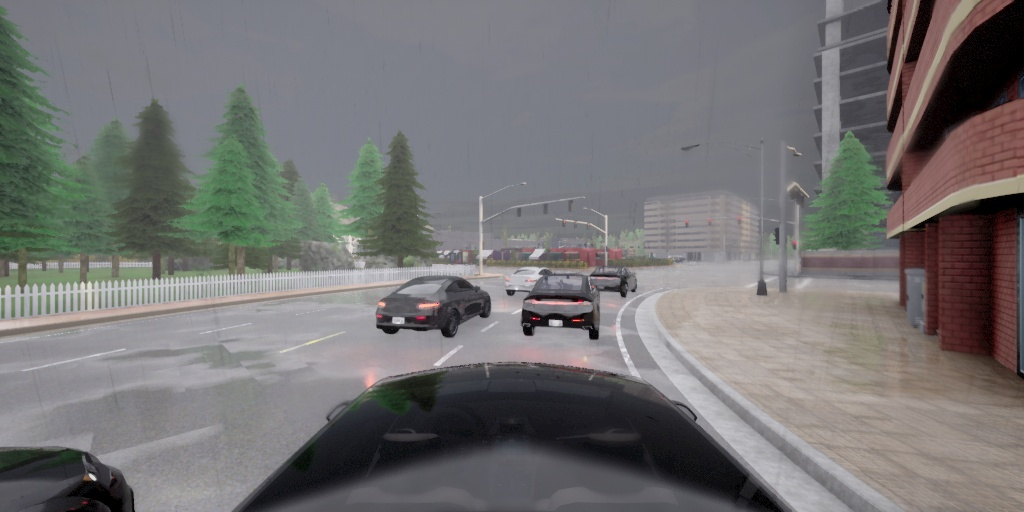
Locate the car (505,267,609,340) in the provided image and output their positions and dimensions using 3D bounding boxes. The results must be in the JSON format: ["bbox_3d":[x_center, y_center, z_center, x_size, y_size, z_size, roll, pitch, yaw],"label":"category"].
[{"bbox_3d":[1.540,1.241,10.128,2.128,1.511,4.902,0,0,14],"label":"car"}]

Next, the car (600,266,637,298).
[{"bbox_3d":[5.304,1.241,18.753,2.128,1.511,4.902,0,0,28],"label":"car"}]

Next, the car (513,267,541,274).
[{"bbox_3d":[1.227,1.276,18.757,1.812,1.442,4.674,0,0,26],"label":"car"}]

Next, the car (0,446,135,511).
[{"bbox_3d":[-3.170,1.314,0.344,1.994,1.385,4.181,0,0,-2],"label":"car"}]

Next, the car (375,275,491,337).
[{"bbox_3d":[-2.007,1.276,10.252,1.812,1.442,4.674,0,0,13],"label":"car"}]
